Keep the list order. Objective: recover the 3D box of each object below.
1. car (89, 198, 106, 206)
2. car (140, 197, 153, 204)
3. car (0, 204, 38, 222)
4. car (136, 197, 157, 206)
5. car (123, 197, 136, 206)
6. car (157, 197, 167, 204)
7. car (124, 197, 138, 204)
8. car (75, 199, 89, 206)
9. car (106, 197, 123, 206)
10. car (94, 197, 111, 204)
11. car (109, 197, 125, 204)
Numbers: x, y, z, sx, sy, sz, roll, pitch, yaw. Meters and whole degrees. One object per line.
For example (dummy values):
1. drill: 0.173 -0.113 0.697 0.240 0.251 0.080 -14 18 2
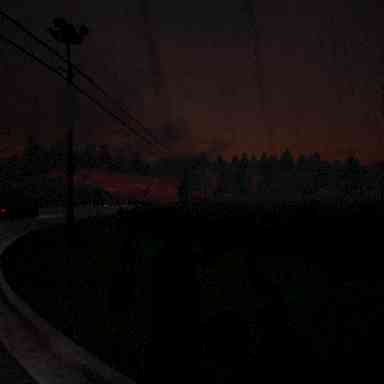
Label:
1. car: -18.699 2.099 68.019 1.994 1.385 4.181 0 0 6
2. car: -10.625 1.894 77.178 1.837 1.490 4.892 0 0 6
3. car: -15.846 1.783 29.908 2.128 1.511 4.902 0 0 6
4. car: -8.573 1.984 63.223 1.812 1.442 4.674 0 0 6
5. car: -11.740 2.106 67.266 1.895 1.301 4.718 0 0 6
6. car: -7.070 1.896 77.467 2.097 1.767 4.553 0 0 6
7. car: -14.103 1.918 77.569 1.837 1.490 4.892 0 0 6
8. car: -22.224 2.093 67.997 2.128 1.511 4.902 0 0 6
9. car: -15.210 1.873 67.737 2.097 1.767 4.553 0 0 6
10. car: -21.059 2.007 78.352 2.033 1.411 5.357 0 0 6
11. car: -17.581 1.983 77.960 2.033 1.411 5.357 0 0 6
